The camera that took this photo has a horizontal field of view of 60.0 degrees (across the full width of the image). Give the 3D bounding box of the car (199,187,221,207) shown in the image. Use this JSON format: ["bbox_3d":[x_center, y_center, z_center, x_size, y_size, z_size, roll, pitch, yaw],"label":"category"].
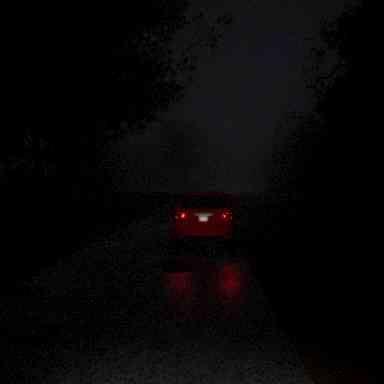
[{"bbox_3d":[1.765,0.405,31.339,1.882,1.535,5.008,0,3,5],"label":"car"}]

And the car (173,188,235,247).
[{"bbox_3d":[0.530,0.903,13.628,2.150,2.045,5.566,0,2,3],"label":"car"}]
